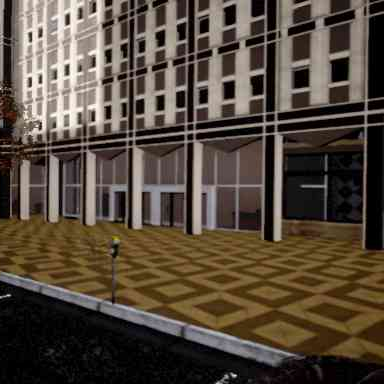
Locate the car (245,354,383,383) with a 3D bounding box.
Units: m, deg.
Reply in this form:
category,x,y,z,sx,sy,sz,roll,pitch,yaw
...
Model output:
category,x,y,z,sx,sy,sz,roll,pitch,yaw
car,2.025,1.563,1.417,4.313,1.339,1.947,0,1,36
